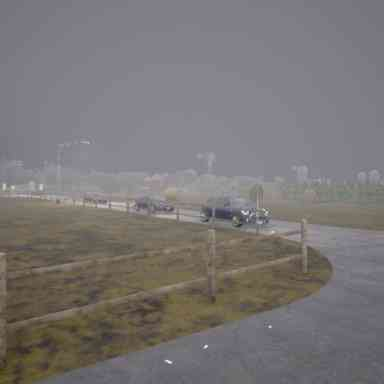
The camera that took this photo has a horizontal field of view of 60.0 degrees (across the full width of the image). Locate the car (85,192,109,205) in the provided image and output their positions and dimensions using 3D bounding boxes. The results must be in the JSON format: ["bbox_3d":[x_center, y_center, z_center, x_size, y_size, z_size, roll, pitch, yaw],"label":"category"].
[{"bbox_3d":[-11.593,0.742,39.920,1.837,1.490,4.892,1,2,-35],"label":"car"}]

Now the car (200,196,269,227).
[{"bbox_3d":[2.499,1.054,20.144,2.097,1.767,4.553,1,1,-34],"label":"car"}]

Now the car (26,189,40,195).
[{"bbox_3d":[-40.098,-0.046,84.338,2.097,1.767,4.553,1,0,-33],"label":"car"}]

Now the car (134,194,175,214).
[{"bbox_3d":[-3.281,1.004,28.294,1.837,1.490,4.892,1,1,-36],"label":"car"}]
